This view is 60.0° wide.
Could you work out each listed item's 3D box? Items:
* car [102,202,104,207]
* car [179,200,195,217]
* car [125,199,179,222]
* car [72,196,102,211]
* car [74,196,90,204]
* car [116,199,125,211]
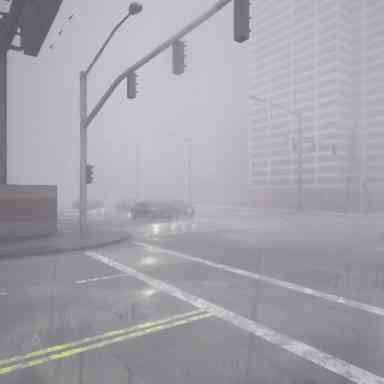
[{"bbox_3d":[-14.449,1.600,48.675,1.895,1.301,4.718,0,0,-35],"label":"car"},{"bbox_3d":[-1.628,1.491,30.488,2.128,1.511,4.902,0,0,-35],"label":"car"},{"bbox_3d":[-3.340,1.505,26.846,1.837,1.490,4.892,0,0,-35],"label":"car"},{"bbox_3d":[-13.266,1.547,40.902,2.033,1.411,5.357,0,0,-35],"label":"car"},{"bbox_3d":[-21.554,1.526,65.107,1.812,1.442,4.674,0,0,-35],"label":"car"},{"bbox_3d":[-7.341,1.526,38.588,1.812,1.442,4.674,0,0,-35],"label":"car"}]
